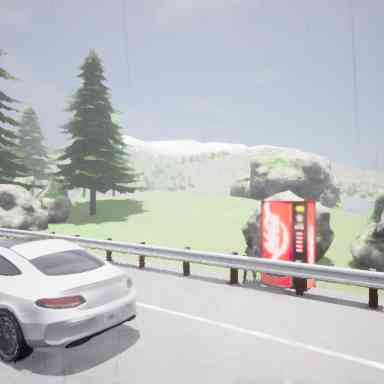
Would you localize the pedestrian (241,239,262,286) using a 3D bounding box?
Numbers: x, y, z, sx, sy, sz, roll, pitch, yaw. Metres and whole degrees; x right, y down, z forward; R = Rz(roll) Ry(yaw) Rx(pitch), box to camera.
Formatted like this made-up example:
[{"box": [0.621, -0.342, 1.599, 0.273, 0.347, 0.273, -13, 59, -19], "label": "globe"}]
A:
[{"box": [1.454, 1.294, 8.102, 0.375, 1.860, 0.375, 0, 0, 34], "label": "pedestrian"}]

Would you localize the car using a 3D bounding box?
[{"box": [-3.025, 1.525, 5.796, 4.674, 1.442, 1.812, 0, 0, 33], "label": "car"}]

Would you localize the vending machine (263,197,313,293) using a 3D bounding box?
[{"box": [2.351, 1.195, 8.109, 0.880, 2.100, 1.100, 0, 0, 34], "label": "vending machine"}]
